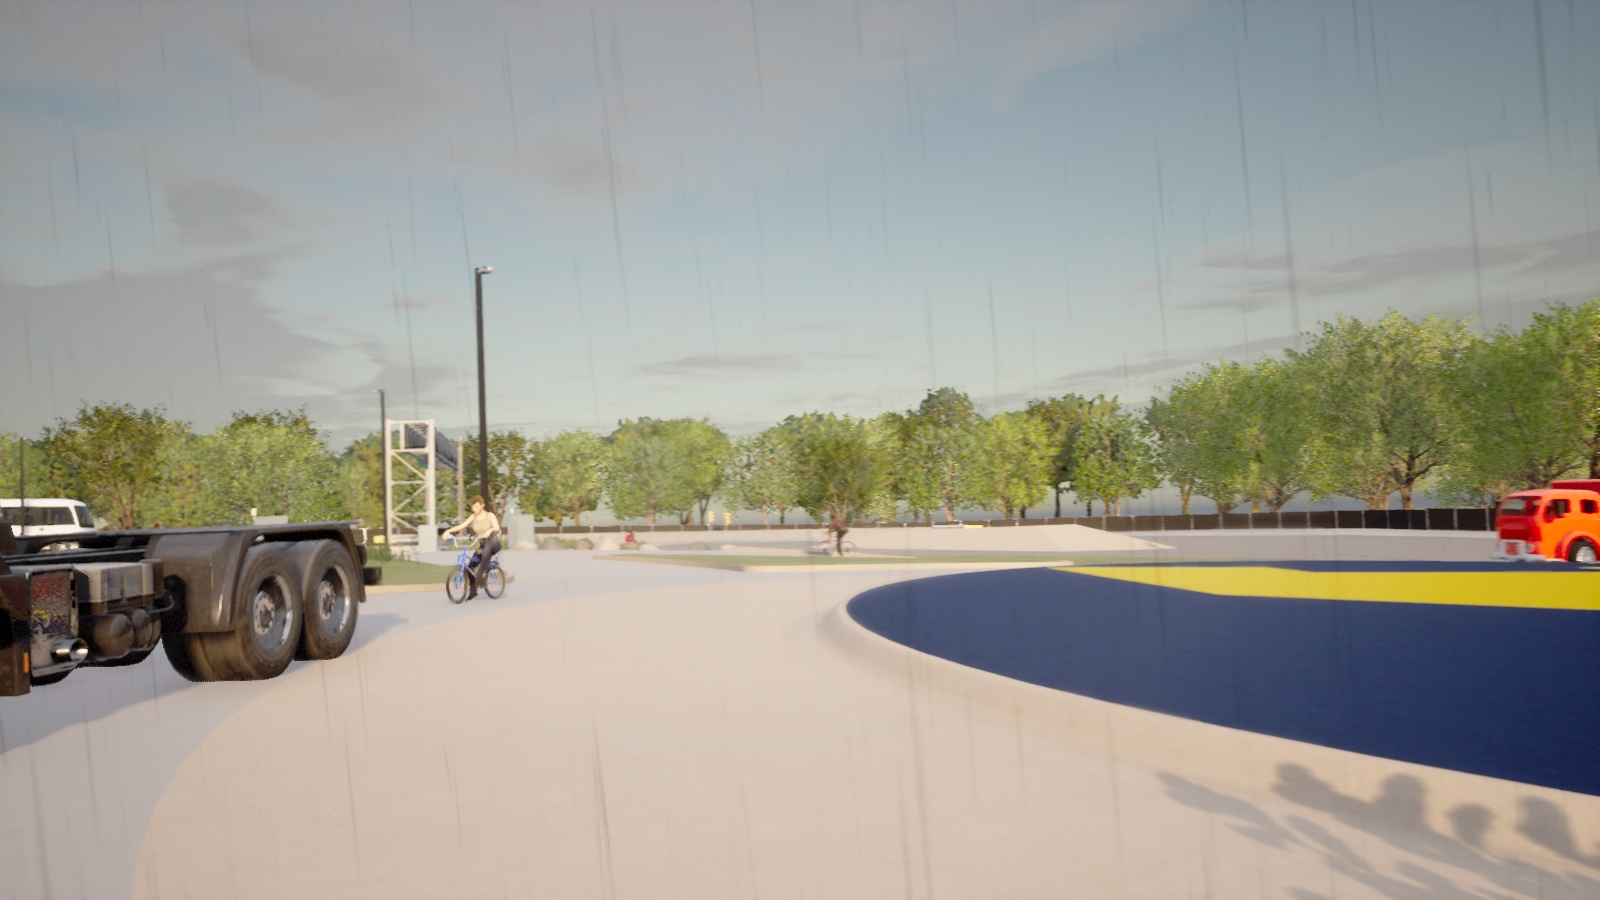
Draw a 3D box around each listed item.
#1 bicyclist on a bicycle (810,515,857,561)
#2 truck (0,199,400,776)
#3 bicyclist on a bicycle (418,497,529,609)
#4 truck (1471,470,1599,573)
[{"bbox_3d":[1.215,3.154,45.272,1.656,1.620,0.582,-2,-4,36],"label":"bicyclist on a bicycle"},{"bbox_3d":[-6.082,0.322,9.525,2.891,3.462,7.936,-3,-2,5],"label":"truck"},{"bbox_3d":[-4.954,1.546,19.158,0.866,1.612,1.509,-4,-3,21],"label":"bicyclist on a bicycle"},{"bbox_3d":[20.340,1.839,31.932,5.204,2.467,2.627,1,-3,-6],"label":"truck"}]
